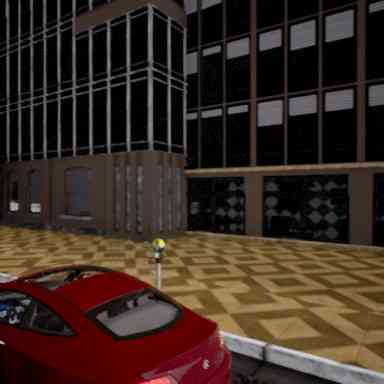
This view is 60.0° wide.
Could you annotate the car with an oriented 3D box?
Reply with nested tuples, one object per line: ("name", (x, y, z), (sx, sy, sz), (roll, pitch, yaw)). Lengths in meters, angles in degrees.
("car", (-1.582, 1.552, 3.917), (4.206, 1.307, 1.802), (0, 1, 33))
